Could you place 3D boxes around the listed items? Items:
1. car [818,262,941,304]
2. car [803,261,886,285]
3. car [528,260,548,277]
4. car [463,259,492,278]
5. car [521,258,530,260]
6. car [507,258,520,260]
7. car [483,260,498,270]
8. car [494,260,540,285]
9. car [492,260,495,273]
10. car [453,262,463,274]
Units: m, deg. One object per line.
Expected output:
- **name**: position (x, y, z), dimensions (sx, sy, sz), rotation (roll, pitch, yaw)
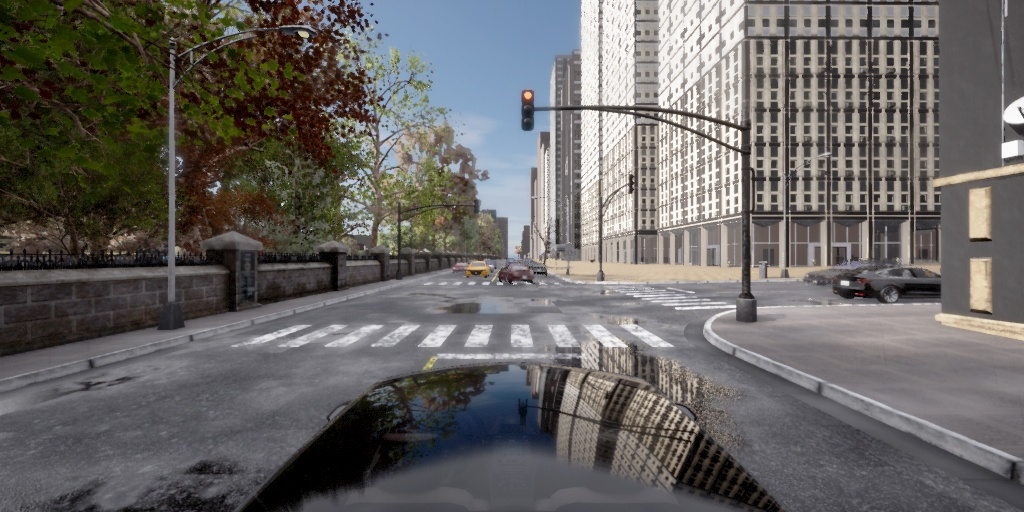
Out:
- **car**: position (14.649, 1.026, 13.547), dimensions (4.313, 1.339, 1.948), rotation (0, 0, 0)
- **car**: position (19.003, 0.958, 19.378), dimensions (5.357, 1.411, 2.033), rotation (-1, 0, 0)
- **car**: position (2.583, 1.331, 36.092), dimensions (1.948, 1.339, 4.313), rotation (0, 0, 0)
- **car**: position (-3.199, 1.241, 34.263), dimensions (1.882, 1.535, 5.008), rotation (0, 0, 0)
- **car**: position (2.548, 1.339, 47.357), dimensions (1.948, 1.339, 4.313), rotation (0, 0, 0)
- **car**: position (-0.082, 1.315, 60.967), dimensions (1.812, 1.442, 4.674), rotation (0, 0, 0)
- **car**: position (-3.252, 1.329, 55.303), dimensions (2.033, 1.411, 5.357), rotation (0, 0, 0)
- **car**: position (0.275, 1.285, 26.511), dimensions (1.812, 1.442, 4.674), rotation (-1, 0, -15)
- **car**: position (-3.228, 1.372, 44.326), dimensions (1.895, 1.301, 4.718), rotation (0, 0, 0)
- **car**: position (-5.815, 1.351, 41.699), dimensions (1.802, 1.307, 4.207), rotation (0, 0, 0)
